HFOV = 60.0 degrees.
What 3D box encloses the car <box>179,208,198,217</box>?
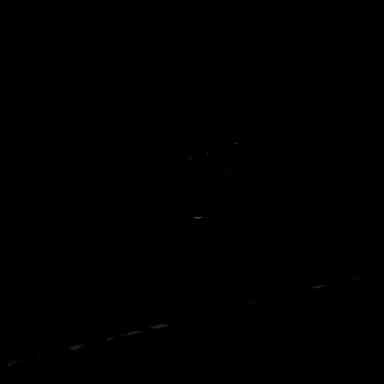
[{"bbox_3d":[-0.653,3.558,57.038,1.837,1.490,4.892,1,-4,-26],"label":"car"}]
